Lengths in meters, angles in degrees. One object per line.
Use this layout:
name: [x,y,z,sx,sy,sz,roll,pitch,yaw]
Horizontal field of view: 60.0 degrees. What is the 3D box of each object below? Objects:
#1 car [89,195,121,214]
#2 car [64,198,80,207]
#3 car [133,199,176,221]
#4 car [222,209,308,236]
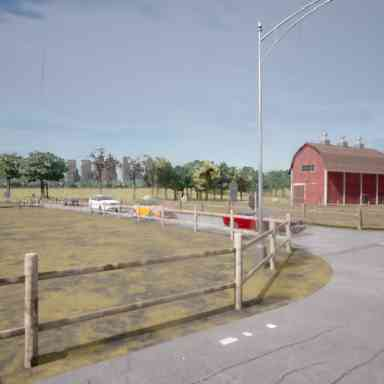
car: [-10.100,1.346,38.152,2.150,2.045,5.566,-1,0,-35]
car: [-21.593,1.840,59.617,1.837,1.490,4.892,-1,0,-35]
car: [-3.226,1.405,28.360,2.097,1.767,4.553,-1,0,-35]
car: [3.925,1.629,18.401,1.895,1.301,4.718,-1,1,-37]
